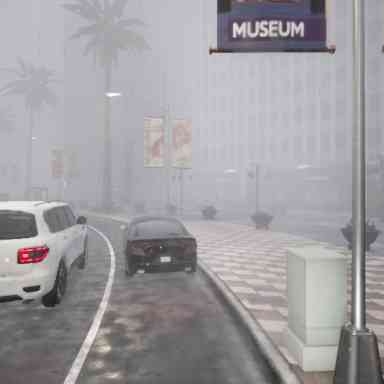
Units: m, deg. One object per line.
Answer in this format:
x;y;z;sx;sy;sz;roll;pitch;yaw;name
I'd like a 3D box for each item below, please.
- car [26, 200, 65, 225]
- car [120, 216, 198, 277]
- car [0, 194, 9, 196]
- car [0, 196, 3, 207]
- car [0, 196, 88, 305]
-11.036;1.466;24.872;1.882;1.535;5.008;0;0;-33;car
-1.184;1.476;10.449;1.882;1.535;5.008;0;0;-13;car
-22.481;1.199;38.137;2.150;2.045;5.566;0;0;-44;car
-31.008;1.449;51.164;2.231;1.521;4.892;0;0;-44;car
-3.915;1.220;7.999;2.150;2.045;5.566;0;0;-10;car
